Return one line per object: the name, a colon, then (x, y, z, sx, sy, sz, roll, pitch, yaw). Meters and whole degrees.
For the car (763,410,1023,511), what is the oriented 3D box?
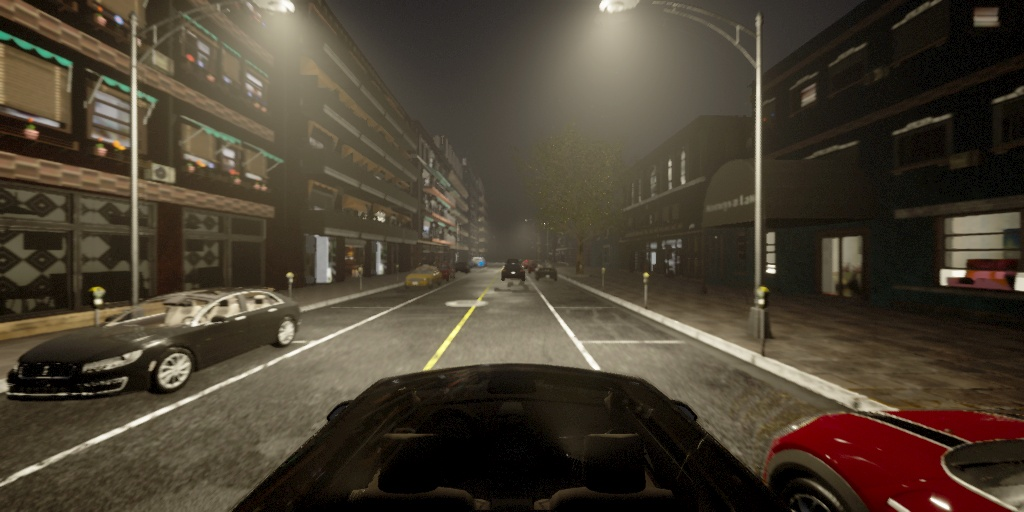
car: (2.691, 1.190, 0.826, 1.967, 1.591, 4.097, 0, 0, 0)

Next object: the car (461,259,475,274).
car: (-5.677, 1.324, 40.707, 1.948, 1.339, 4.313, 0, 0, 0)

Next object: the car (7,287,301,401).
car: (-5.688, 1.300, 6.527, 2.007, 1.370, 4.403, 0, 0, 0)

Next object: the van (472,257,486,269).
van: (-5.672, 1.118, 57.798, 1.690, 1.789, 3.998, 0, 0, 0)

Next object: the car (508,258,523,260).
car: (0.117, 1.117, 48.782, 2.097, 1.767, 4.553, 0, 0, 0)

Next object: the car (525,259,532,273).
car: (2.704, 1.302, 40.701, 1.888, 1.381, 4.507, 0, 0, 0)

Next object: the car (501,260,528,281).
car: (0.111, 1.316, 30.620, 1.994, 1.385, 4.181, 0, 0, 0)

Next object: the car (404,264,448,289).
car: (-5.683, 1.276, 23.448, 1.751, 1.417, 4.829, 0, 0, 0)

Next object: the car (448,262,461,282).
car: (-5.681, 1.297, 29.315, 1.888, 1.381, 4.507, 0, 0, 0)

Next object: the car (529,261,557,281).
car: (2.700, 1.302, 29.309, 2.007, 1.370, 4.403, 0, 0, 0)
